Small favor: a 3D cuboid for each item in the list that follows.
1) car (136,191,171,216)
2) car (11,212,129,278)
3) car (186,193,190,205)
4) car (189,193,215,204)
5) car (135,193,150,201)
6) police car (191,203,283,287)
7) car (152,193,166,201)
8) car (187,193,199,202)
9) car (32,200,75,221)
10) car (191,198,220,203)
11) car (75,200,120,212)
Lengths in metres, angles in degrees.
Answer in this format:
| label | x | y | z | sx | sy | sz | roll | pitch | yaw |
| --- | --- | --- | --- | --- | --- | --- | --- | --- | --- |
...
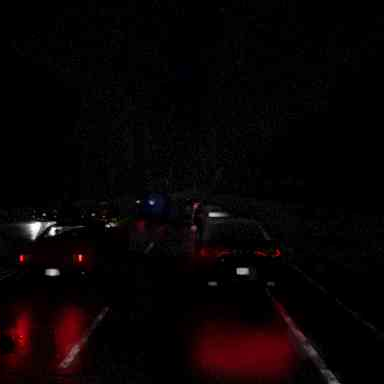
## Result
| label | x | y | z | sx | sy | sz | roll | pitch | yaw |
| --- | --- | --- | --- | --- | --- | --- | --- | --- | --- |
| car | -3.081 | 0.923 | 28.245 | 2.150 | 2.045 | 5.566 | 0 | 0 | 0 |
| car | -3.125 | 1.482 | 9.705 | 1.895 | 1.301 | 4.718 | 0 | 1 | 0 |
| car | 0.147 | 1.100 | 46.619 | 1.812 | 1.442 | 4.674 | 0 | 0 | 1 |
| car | 1.038 | 1.077 | 24.967 | 2.097 | 1.767 | 4.553 | 0 | 0 | 0 |
| car | -9.609 | 1.002 | 64.871 | 2.033 | 1.411 | 5.357 | 0 | 0 | 1 |
| police car | 1.000 | 1.314 | 9.105 | 1.930 | 1.638 | 5.238 | 0 | 1 | 0 |
| car | -6.370 | 0.950 | 64.860 | 2.128 | 1.511 | 4.902 | 0 | 0 | 1 |
| car | 0.151 | 0.970 | 60.845 | 2.128 | 1.511 | 4.902 | 0 | 0 | 0 |
| car | -9.787 | 1.297 | 24.033 | 1.994 | 1.385 | 4.181 | 0 | 0 | 0 |
| car | 1.025 | 1.303 | 18.997 | 1.812 | 1.442 | 4.674 | 0 | 1 | 0 |
| car | -6.537 | 1.297 | 24.029 | 1.994 | 1.385 | 4.181 | 0 | 0 | 0 |
